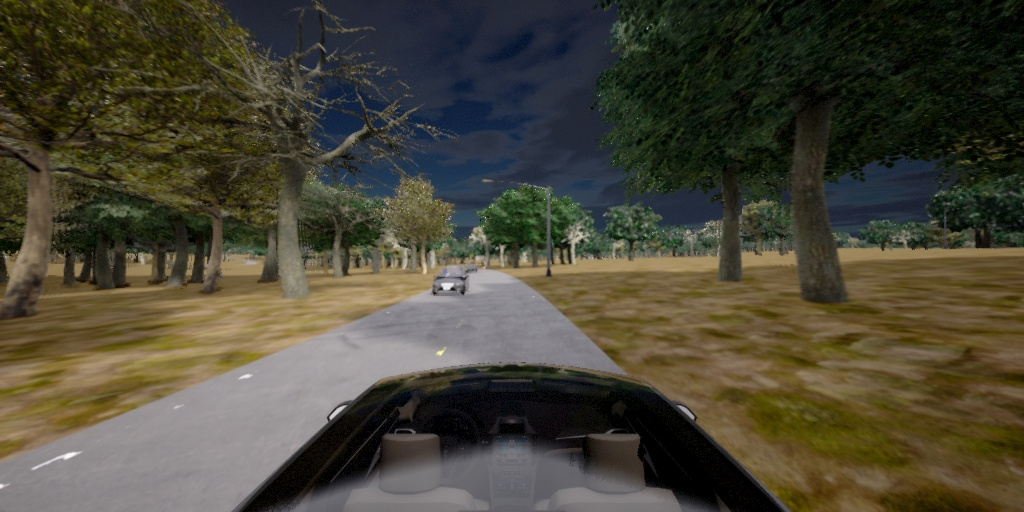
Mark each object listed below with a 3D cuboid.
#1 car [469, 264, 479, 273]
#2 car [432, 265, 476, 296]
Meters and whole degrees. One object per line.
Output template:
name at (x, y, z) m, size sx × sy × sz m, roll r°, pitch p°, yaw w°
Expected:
car at (-6.826, 2.101, 62.213) m, size 1.837 × 1.490 × 4.892 m, roll 0°, pitch -1°, yaw -6°
car at (-3.550, 1.482, 21.480) m, size 2.128 × 1.511 × 4.902 m, roll 0°, pitch -1°, yaw -2°
